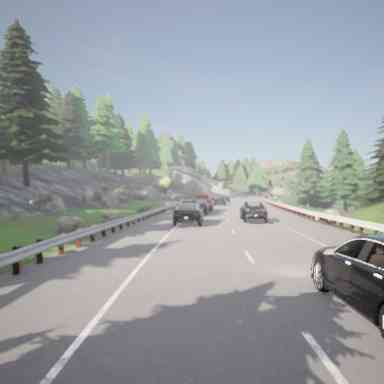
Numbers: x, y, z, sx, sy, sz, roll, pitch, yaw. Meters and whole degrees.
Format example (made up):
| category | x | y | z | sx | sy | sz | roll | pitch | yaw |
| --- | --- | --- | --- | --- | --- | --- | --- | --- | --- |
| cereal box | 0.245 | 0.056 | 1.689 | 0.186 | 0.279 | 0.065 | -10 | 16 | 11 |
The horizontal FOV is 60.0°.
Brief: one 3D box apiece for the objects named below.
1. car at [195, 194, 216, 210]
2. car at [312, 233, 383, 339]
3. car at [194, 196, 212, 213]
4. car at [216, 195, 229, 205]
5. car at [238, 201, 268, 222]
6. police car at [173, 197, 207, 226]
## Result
| category | x | y | z | sx | sy | sz | roll | pitch | yaw |
| --- | --- | --- | --- | --- | --- | --- | --- | --- | --- |
| car | 1.322 | 1.201 | 39.190 | 2.150 | 2.045 | 5.566 | 0 | 0 | 7 |
| car | 3.715 | 1.505 | 5.990 | 1.837 | 1.490 | 4.892 | 0 | 0 | 1 |
| car | 0.665 | 1.457 | 33.208 | 1.882 | 1.535 | 5.008 | 0 | 0 | 6 |
| car | 4.750 | 1.460 | 56.491 | 2.128 | 1.511 | 4.902 | 0 | 0 | 8 |
| car | 4.728 | 1.479 | 25.978 | 2.128 | 1.511 | 4.902 | 0 | 0 | 5 |
| police car | -0.183 | 1.410 | 23.375 | 1.930 | 1.638 | 5.238 | 0 | 0 | 4 |
